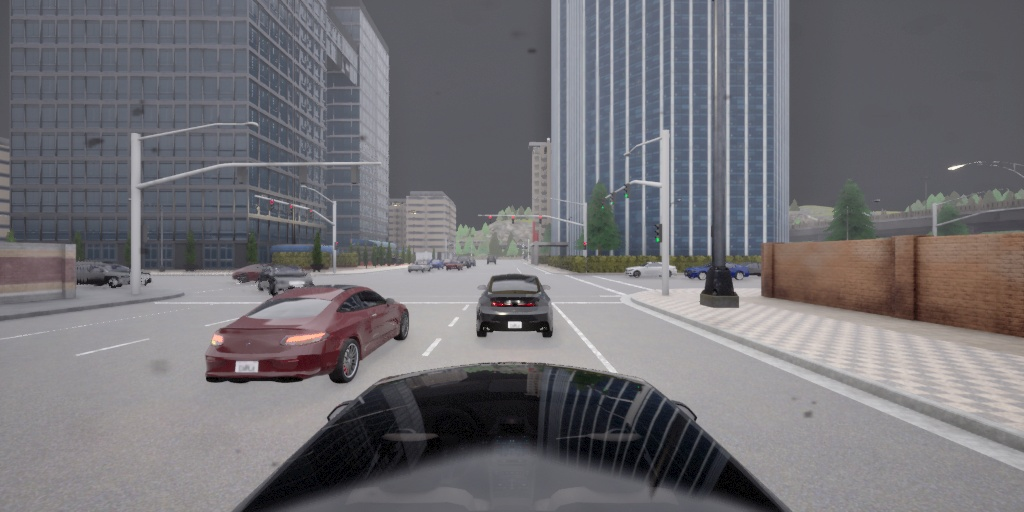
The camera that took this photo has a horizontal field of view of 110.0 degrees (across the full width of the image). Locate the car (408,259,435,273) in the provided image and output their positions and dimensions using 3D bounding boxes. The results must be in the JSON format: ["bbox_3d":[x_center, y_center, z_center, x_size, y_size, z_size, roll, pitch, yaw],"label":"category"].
[{"bbox_3d":[-11.397,1.351,44.439,1.895,1.301,4.718,0,0,1],"label":"car"}]

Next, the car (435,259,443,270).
[{"bbox_3d":[-11.476,1.227,53.831,1.882,1.535,5.008,0,0,-1],"label":"car"}]

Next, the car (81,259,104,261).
[{"bbox_3d":[-29.947,1.101,26.139,4.553,1.767,2.097,0,0,-1],"label":"car"}]

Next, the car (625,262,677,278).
[{"bbox_3d":[13.025,1.276,33.719,4.674,1.442,1.812,0,0,1],"label":"car"}]

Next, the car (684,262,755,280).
[{"bbox_3d":[17.208,1.228,30.276,5.008,1.535,1.882,0,0,-1],"label":"car"}]

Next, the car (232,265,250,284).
[{"bbox_3d":[-17.980,1.275,26.572,4.674,1.442,1.812,0,0,-6],"label":"car"}]

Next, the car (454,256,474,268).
[{"bbox_3d":[-8.054,0.971,59.440,2.150,2.045,5.566,0,0,-1],"label":"car"}]

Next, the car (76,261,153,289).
[{"bbox_3d":[-25.714,1.240,22.678,4.902,1.511,2.128,0,0,-1],"label":"car"}]

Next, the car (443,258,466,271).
[{"bbox_3d":[-7.915,1.351,49.646,1.895,1.301,4.718,0,0,-1],"label":"car"}]

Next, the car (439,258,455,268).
[{"bbox_3d":[-11.606,1.227,64.198,1.882,1.535,5.008,0,0,0],"label":"car"}]

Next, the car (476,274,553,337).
[{"bbox_3d":[0.063,1.255,10.229,1.837,1.490,4.892,0,0,0],"label":"car"}]

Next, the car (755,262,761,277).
[{"bbox_3d":[22.612,1.297,33.824,5.357,1.411,2.033,0,0,-1],"label":"car"}]

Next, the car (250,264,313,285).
[{"bbox_3d":[-12.155,1.241,19.219,2.128,1.511,4.902,1,-1,-45],"label":"car"}]

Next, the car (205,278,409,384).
[{"bbox_3d":[-3.438,1.276,6.963,1.812,1.442,4.674,0,0,0],"label":"car"}]
